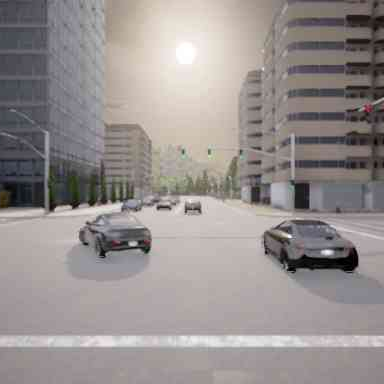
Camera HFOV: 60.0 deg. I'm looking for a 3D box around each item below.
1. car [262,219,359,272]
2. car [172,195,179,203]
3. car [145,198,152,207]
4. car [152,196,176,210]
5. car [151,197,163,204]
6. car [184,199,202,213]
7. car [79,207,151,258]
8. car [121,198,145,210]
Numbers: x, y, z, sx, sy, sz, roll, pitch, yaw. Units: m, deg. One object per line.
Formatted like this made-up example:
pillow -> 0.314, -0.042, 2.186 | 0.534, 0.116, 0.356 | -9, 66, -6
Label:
car -> 3.598, 1.582, 10.841 | 1.994, 1.385, 4.181 | 0, 0, 0
car -> -3.548, 1.615, 54.722 | 1.812, 1.442, 4.674 | 0, 0, 1
car -> -7.067, 1.610, 51.570 | 1.812, 1.442, 4.674 | 0, 0, 0
car -> -3.572, 1.619, 43.809 | 2.033, 1.411, 5.357 | 0, 0, 0
car -> -6.998, 1.708, 67.221 | 1.895, 1.301, 4.718 | 0, 0, 0
car -> 0.103, 1.555, 38.588 | 2.128, 1.511, 4.902 | 0, 0, 0
car -> -3.070, 1.547, 13.028 | 1.812, 1.442, 4.674 | 1, 0, -29
car -> -7.084, 1.590, 39.184 | 1.812, 1.442, 4.674 | 0, 0, 0
